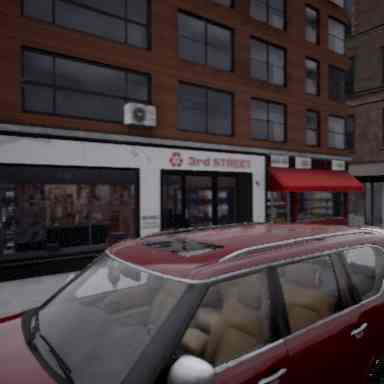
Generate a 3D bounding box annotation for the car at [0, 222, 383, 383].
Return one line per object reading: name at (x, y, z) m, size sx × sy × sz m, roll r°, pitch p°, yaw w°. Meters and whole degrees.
car at (0.048, 1.298, 2.848) m, size 5.009 × 1.841 × 2.192 m, roll -1°, pitch 0°, yaw -35°
